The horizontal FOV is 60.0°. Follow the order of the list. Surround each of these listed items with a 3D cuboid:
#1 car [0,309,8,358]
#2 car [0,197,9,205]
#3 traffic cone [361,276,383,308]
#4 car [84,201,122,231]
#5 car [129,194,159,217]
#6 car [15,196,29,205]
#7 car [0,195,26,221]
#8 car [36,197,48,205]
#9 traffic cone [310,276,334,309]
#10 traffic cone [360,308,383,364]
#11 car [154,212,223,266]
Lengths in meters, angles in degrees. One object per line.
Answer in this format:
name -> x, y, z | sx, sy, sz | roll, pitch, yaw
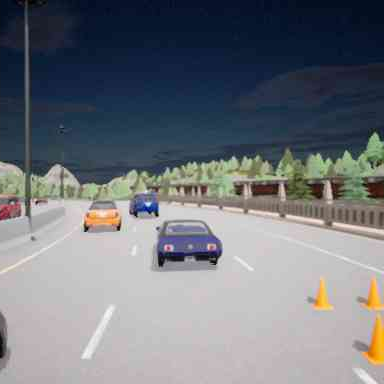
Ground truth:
car -> -3.172, 1.508, 2.199 | 1.837, 1.490, 4.892 | 0, 0, -1
car -> -34.980, 1.665, 60.842 | 1.895, 1.301, 4.718 | 0, 0, -22
traffic cone -> 3.524, 1.933, 6.460 | 0.340, 0.580, 0.340 | 0, 0, 1
car -> -5.470, 1.333, 20.758 | 2.097, 1.767, 4.553 | 0, 0, -12
car -> -4.501, 1.176, 30.814 | 2.150, 2.045, 5.566 | 0, 0, -17
car -> -31.739, 1.547, 62.162 | 1.837, 1.490, 4.892 | 0, 0, -22
car -> -13.303, 1.237, 22.848 | 2.150, 2.045, 5.566 | 0, 0, -15
car -> -27.496, 1.624, 60.954 | 1.895, 1.301, 4.718 | 0, 0, -22
traffic cone -> 2.524, 1.936, 6.470 | 0.340, 0.580, 0.340 | 0, 0, 1
traffic cone -> 2.505, 1.940, 4.470 | 0.340, 0.580, 0.340 | 0, 0, 1
car -> -0.309, 1.579, 11.496 | 1.895, 1.301, 4.718 | 0, 0, -7
